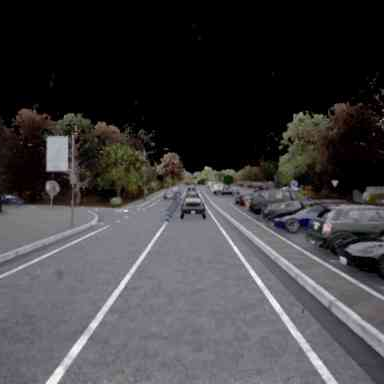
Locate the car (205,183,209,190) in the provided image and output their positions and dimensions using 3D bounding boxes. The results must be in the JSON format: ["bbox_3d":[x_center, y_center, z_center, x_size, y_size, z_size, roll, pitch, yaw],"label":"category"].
[{"bbox_3d":[6.720,-0.980,83.540,5.366,1.575,1.946,0,3,0],"label":"car"}]

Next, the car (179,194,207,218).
[{"bbox_3d":[0.082,1.147,25.995,1.837,1.490,4.892,0,1,0],"label":"car"}]

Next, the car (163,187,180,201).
[{"bbox_3d":[-3.359,0.455,51.136,2.128,1.511,4.902,0,2,0],"label":"car"}]

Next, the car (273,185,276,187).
[{"bbox_3d":[19.875,-0.253,69.443,4.674,1.452,2.002,0,3,0],"label":"car"}]

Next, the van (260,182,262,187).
[{"bbox_3d":[20.102,-1.204,83.385,4.442,1.987,1.878,0,3,0],"label":"van"}]

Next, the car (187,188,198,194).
[{"bbox_3d":[0.067,0.671,46.129,2.128,1.511,4.902,0,2,0],"label":"car"}]

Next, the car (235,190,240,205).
[{"bbox_3d":[6.795,0.810,31.416,4.792,1.488,2.163,0,2,0],"label":"car"}]

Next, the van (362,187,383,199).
[{"bbox_3d":[19.743,0.434,34.159,4.442,1.987,1.878,-1,2,0],"label":"van"}]

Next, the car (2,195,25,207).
[{"bbox_3d":[-23.481,1.099,42.554,4.674,1.442,1.812,0,-1,26],"label":"car"}]

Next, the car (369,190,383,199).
[{"bbox_3d":[19.849,0.809,31.498,4.674,1.452,2.002,0,2,0],"label":"car"}]

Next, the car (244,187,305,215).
[{"bbox_3d":[6.723,0.853,23.053,5.566,2.045,2.435,0,2,0],"label":"car"}]

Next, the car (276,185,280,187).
[{"bbox_3d":[19.827,-0.127,66.676,4.792,1.488,2.163,0,3,0],"label":"car"}]

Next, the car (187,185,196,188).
[{"bbox_3d":[-0.028,-1.036,81.704,2.097,1.767,4.553,0,2,0],"label":"car"}]

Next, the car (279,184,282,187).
[{"bbox_3d":[19.867,-0.152,64.026,4.553,1.767,2.185,0,3,0],"label":"car"}]

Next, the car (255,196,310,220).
[{"bbox_3d":[6.664,1.195,20.274,4.892,1.521,2.231,0,2,0],"label":"car"}]

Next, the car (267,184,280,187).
[{"bbox_3d":[19.713,-0.432,72.209,5.366,1.575,1.946,0,3,0],"label":"car"}]

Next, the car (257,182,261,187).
[{"bbox_3d":[20.035,-1.079,86.166,4.792,1.488,2.163,0,3,0],"label":"car"}]

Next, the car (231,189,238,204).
[{"bbox_3d":[6.760,0.693,34.198,4.792,1.488,2.163,0,2,0],"label":"car"}]

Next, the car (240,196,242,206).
[{"bbox_3d":[6.773,0.770,28.626,4.553,1.767,2.185,0,2,0],"label":"car"}]

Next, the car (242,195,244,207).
[{"bbox_3d":[6.713,1.004,25.854,5.008,1.535,2.097,0,2,0],"label":"car"}]

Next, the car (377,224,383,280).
[{"bbox_3d":[6.581,1.518,6.342,4.792,1.488,2.163,0,1,0],"label":"car"}]

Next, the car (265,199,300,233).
[{"bbox_3d":[6.618,1.303,17.497,4.792,1.488,2.163,0,1,0],"label":"car"}]

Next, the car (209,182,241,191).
[{"bbox_3d":[6.826,-0.542,69.542,5.566,2.045,2.435,0,3,0],"label":"car"}]

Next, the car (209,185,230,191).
[{"bbox_3d":[7.112,-1.105,86.187,5.366,1.575,1.946,0,3,0],"label":"car"}]

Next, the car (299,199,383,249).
[{"bbox_3d":[6.568,1.273,11.914,4.553,1.767,2.185,0,1,0],"label":"car"}]

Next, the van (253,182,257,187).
[{"bbox_3d":[19.939,-1.570,91.542,4.442,1.987,1.878,0,2,0],"label":"van"}]

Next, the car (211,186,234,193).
[{"bbox_3d":[6.847,-0.563,75.100,4.892,1.521,2.231,0,3,0],"label":"car"}]

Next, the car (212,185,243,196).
[{"bbox_3d":[6.726,0.012,64.011,4.792,1.488,2.163,0,3,0],"label":"car"}]

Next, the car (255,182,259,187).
[{"bbox_3d":[20.056,-1.197,88.803,4.792,1.488,2.163,0,2,0],"label":"car"}]

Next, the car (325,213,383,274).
[{"bbox_3d":[6.546,1.477,9.129,4.792,1.488,2.163,0,1,0],"label":"car"}]

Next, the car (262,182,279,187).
[{"bbox_3d":[19.970,-0.953,77.728,5.566,2.045,2.435,0,3,0],"label":"car"}]

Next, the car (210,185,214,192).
[{"bbox_3d":[6.782,-0.154,66.782,5.008,1.535,2.097,0,3,0],"label":"car"}]
